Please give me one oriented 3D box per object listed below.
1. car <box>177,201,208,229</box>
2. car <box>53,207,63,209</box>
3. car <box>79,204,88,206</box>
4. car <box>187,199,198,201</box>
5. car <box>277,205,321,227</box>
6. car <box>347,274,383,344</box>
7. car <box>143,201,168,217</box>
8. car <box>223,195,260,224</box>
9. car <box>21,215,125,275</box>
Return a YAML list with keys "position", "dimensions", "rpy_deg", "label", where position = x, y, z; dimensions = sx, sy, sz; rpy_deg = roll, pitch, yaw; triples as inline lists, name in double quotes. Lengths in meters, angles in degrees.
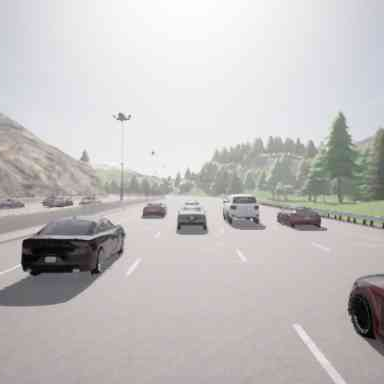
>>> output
- position: [0.023, 1.538, 21.506]
  dimensions: [2.033, 1.411, 5.357]
  rpy_deg: [0, 0, 1]
  label: "car"
- position: [-17.600, 1.466, 45.208]
  dimensions: [2.128, 1.511, 4.902]
  rpy_deg: [0, 0, 0]
  label: "car"
- position: [-14.097, 1.328, 46.223]
  dimensions: [2.097, 1.767, 4.553]
  rpy_deg: [0, 0, 0]
  label: "car"
- position: [0.020, 1.528, 40.699]
  dimensions: [2.033, 1.411, 5.357]
  rpy_deg: [0, 0, 1]
  label: "car"
- position: [7.090, 1.552, 22.444]
  dimensions: [1.994, 1.385, 4.181]
  rpy_deg: [0, 0, 0]
  label: "car"
- position: [3.597, 1.562, 3.908]
  dimensions: [1.994, 1.385, 4.181]
  rpy_deg: [0, 0, 0]
  label: "car"
- position: [-3.413, 1.547, 31.248]
  dimensions: [1.994, 1.385, 4.181]
  rpy_deg: [0, 0, 0]
  label: "car"
- position: [3.590, 1.208, 24.968]
  dimensions: [2.150, 2.045, 5.566]
  rpy_deg: [0, 0, 0]
  label: "car"
- position: [-3.404, 1.472, 10.477]
  dimensions: [1.882, 1.535, 5.008]
  rpy_deg: [0, 0, 0]
  label: "car"
